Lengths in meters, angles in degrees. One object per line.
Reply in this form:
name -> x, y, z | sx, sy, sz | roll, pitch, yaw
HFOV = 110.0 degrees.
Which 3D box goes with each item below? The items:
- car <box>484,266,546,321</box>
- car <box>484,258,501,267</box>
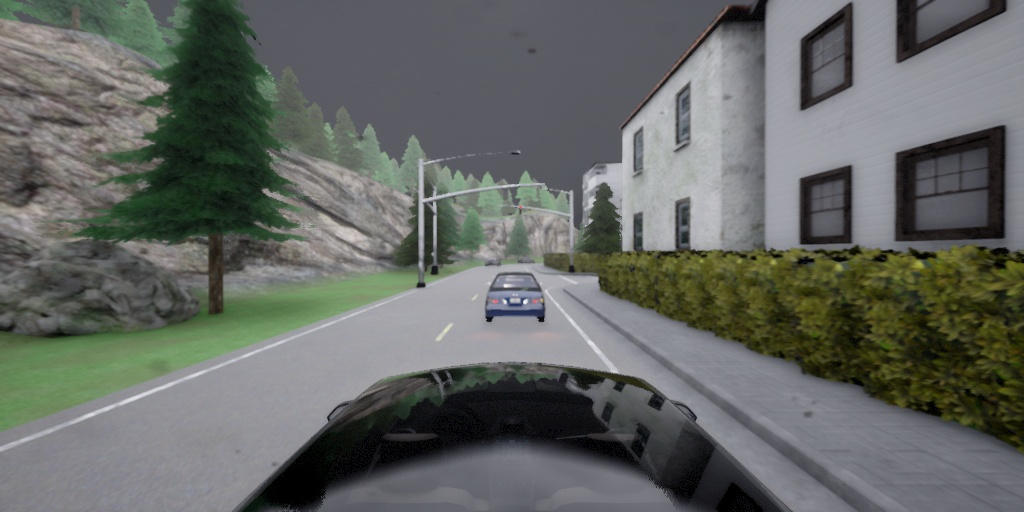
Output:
car -> 0.106, 1.231, 12.172 | 2.033, 1.411, 5.357 | 0, 0, 0
car -> -2.899, 0.982, 54.436 | 1.994, 1.385, 4.181 | 0, 0, 7
